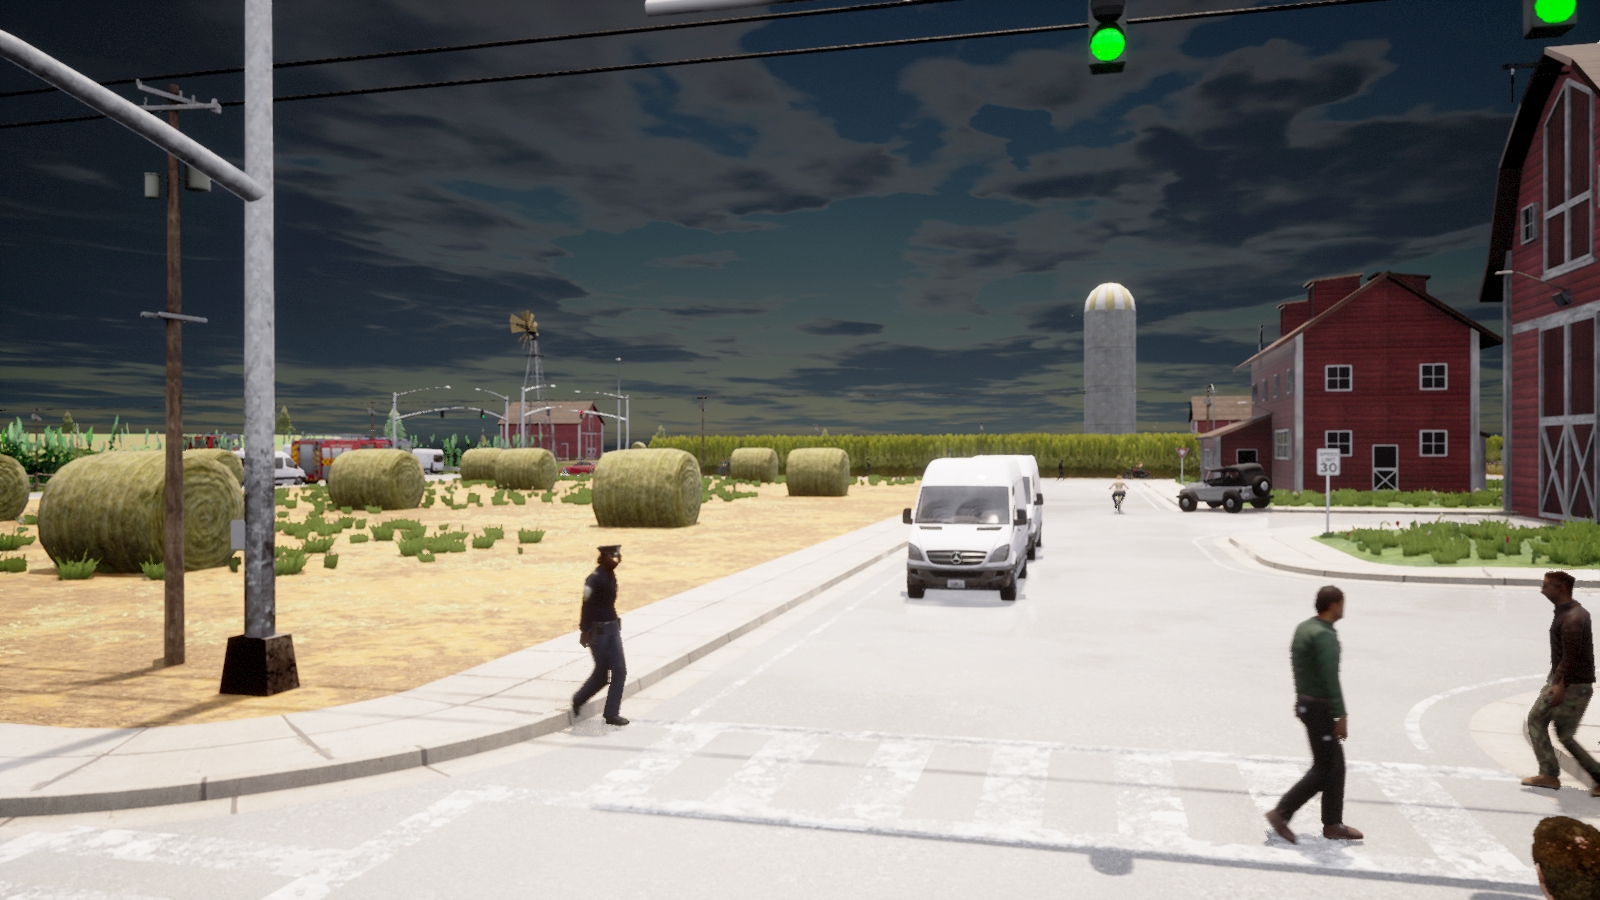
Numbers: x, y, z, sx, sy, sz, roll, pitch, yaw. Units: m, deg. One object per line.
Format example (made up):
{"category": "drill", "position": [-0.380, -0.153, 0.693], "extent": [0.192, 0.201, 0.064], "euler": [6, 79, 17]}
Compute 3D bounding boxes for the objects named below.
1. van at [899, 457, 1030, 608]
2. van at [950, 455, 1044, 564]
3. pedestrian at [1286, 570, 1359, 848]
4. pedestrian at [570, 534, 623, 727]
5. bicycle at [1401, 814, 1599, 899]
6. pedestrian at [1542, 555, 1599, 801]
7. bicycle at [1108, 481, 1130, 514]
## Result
{"category": "van", "position": [3.436, 1.441, 22.805], "extent": [1.988, 2.561, 5.915], "euler": [0, 0, 14]}
{"category": "van", "position": [5.329, 1.424, 30.293], "extent": [1.988, 2.561, 5.915], "euler": [0, 0, 14]}
{"category": "pedestrian", "position": [3.670, 1.796, 8.035], "extent": [0.375, 1.860, 0.375], "euler": [0, 0, 8]}
{"category": "pedestrian", "position": [-2.039, 1.788, 11.458], "extent": [0.375, 1.860, 0.375], "euler": [0, 0, 27]}
{"category": "bicycle", "position": [2.089, 2.027, 3.172], "extent": [0.373, 1.496, 1.643], "euler": [0, 0, 14]}
{"category": "pedestrian", "position": [6.139, 1.786, 9.086], "extent": [0.375, 1.860, 0.375], "euler": [0, 0, 29]}
{"category": "bicycle", "position": [13.269, 1.971, 47.510], "extent": [0.859, 1.276, 1.487], "euler": [0, 0, 15]}
